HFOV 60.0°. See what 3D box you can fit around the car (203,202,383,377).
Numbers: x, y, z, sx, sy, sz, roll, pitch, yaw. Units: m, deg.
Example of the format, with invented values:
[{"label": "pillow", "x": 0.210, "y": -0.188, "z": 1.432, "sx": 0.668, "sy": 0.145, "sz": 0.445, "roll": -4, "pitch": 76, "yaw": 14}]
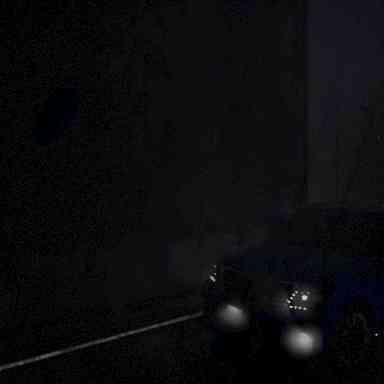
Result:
[{"label": "car", "x": 2.844, "y": 1.221, "z": 5.900, "sx": 5.566, "sy": 2.045, "sz": 2.150, "roll": 0, "pitch": 0, "yaw": -34}]
